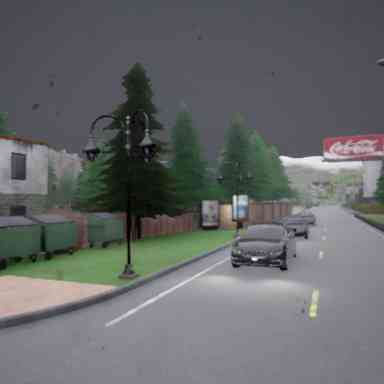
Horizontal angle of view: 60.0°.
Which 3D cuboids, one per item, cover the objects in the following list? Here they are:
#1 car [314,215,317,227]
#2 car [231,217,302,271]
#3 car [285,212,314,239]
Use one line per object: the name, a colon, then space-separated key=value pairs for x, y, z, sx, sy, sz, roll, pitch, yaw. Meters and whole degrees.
car: x=10.951 y=2.607 z=32.204 sx=1.994 sy=1.385 sz=4.181 roll=-2 pitch=-2 yaw=23
car: x=2.889 y=1.922 z=12.683 sx=1.837 sy=1.490 sz=4.892 roll=-2 pitch=-2 yaw=23
car: x=6.699 y=2.277 z=21.920 sx=1.994 sy=1.385 sz=4.181 roll=-2 pitch=-2 yaw=22
